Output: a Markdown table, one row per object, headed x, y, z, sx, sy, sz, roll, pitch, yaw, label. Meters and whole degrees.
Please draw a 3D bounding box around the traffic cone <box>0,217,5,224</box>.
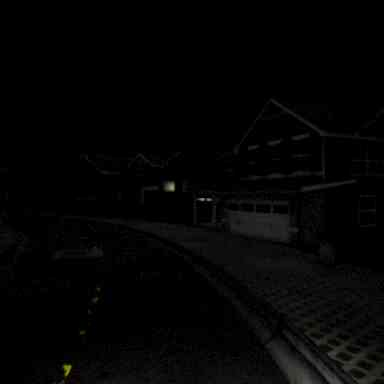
| x | y | z | sx | sy | sz | roll | pitch | yaw | label |
| --- | --- | --- | --- | --- | --- | --- | --- | --- | --- |
| -15.978 | 2.375 | 28.030 | 0.340 | 0.580 | 0.340 | 0 | -1 | -39 | traffic cone |
